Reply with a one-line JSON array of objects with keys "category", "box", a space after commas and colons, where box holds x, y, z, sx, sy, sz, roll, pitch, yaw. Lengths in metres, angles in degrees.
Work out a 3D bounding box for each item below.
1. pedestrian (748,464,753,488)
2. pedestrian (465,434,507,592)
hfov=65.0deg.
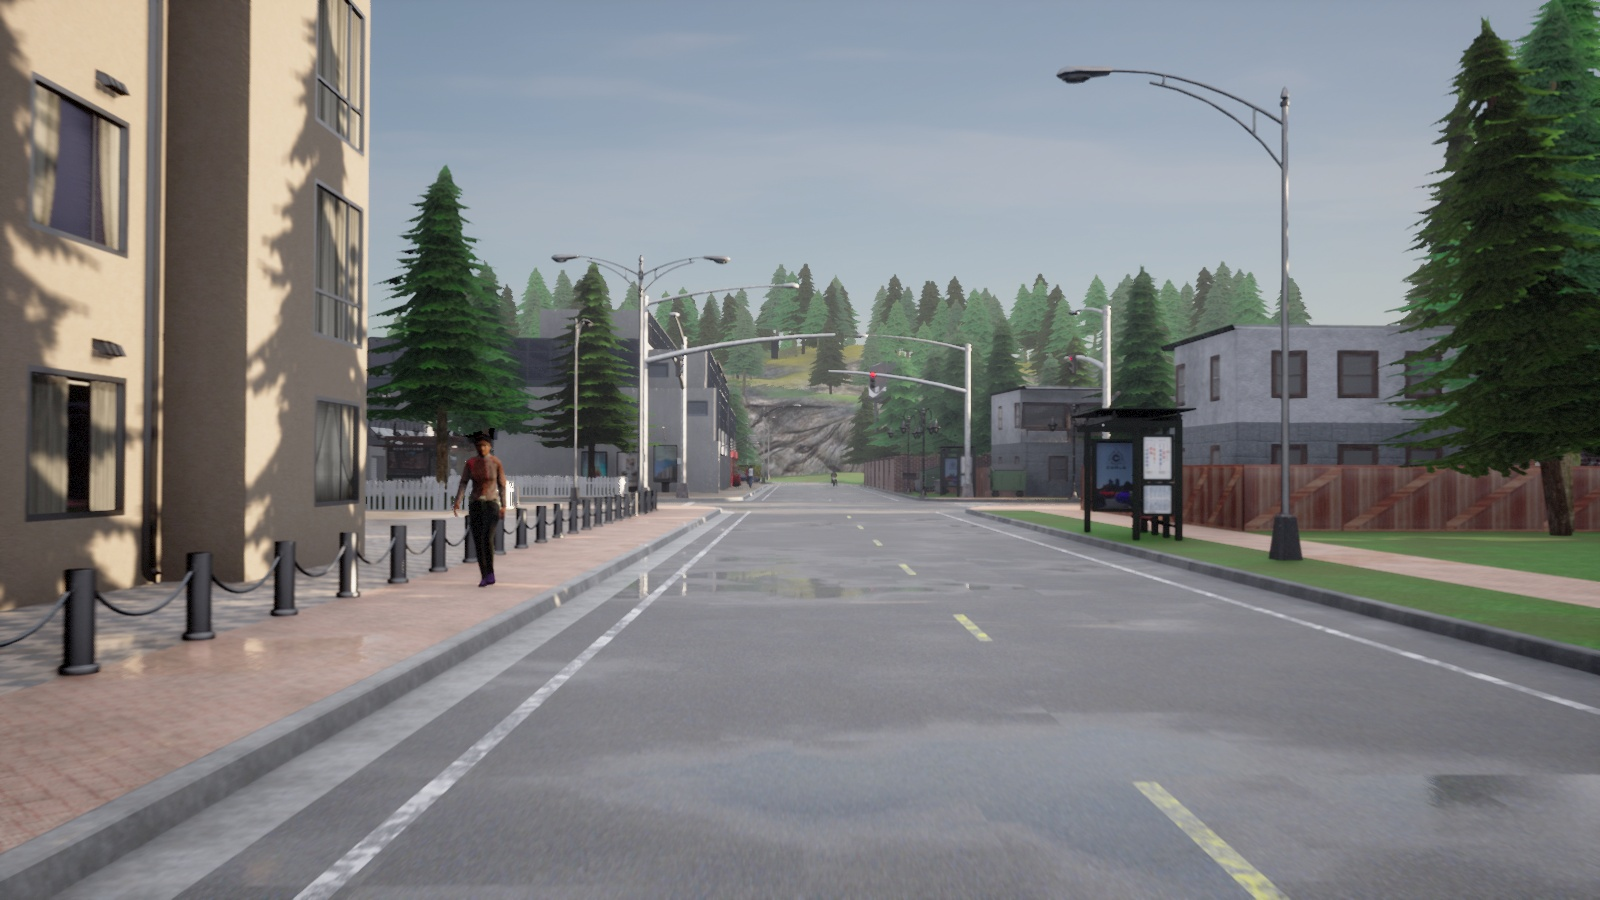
[{"category": "pedestrian", "box": [-3.744, 1.998, 95.439, 0.354, 1.836, 0.706, 0, -1, -3]}, {"category": "pedestrian", "box": [-3.701, 0.724, 14.826, 0.328, 1.805, 0.869, 0, -1, -4]}]
